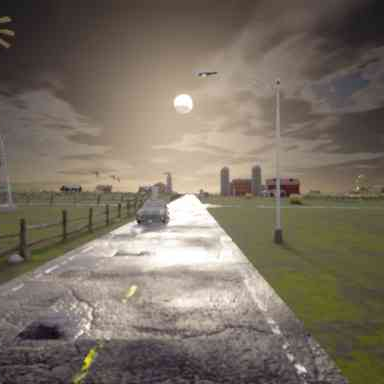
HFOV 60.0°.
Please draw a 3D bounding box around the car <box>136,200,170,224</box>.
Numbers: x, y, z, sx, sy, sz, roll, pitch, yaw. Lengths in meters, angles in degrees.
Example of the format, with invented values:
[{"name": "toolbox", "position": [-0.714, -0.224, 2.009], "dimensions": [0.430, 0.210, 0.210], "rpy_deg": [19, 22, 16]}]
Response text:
[{"name": "car", "position": [-2.836, 1.400, 24.919], "dimensions": [2.097, 1.767, 4.553], "rpy_deg": [0, 0, 0]}]
